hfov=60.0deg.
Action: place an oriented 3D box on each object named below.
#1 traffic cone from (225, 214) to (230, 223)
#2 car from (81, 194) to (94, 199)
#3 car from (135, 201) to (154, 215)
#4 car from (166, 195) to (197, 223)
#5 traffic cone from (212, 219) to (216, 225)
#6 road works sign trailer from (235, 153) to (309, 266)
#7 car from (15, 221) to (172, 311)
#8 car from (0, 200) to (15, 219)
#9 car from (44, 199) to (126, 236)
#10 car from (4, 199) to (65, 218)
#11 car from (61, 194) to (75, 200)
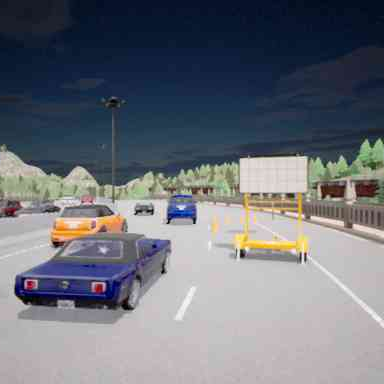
[{"bbox_3d":[2.628,1.963,24.625,0.340,0.580,0.340,0,0,3],"label":"traffic cone"},{"bbox_3d":[-20.056,1.372,63.628,2.150,2.045,5.566,0,0,-18],"label":"car"},{"bbox_3d":[-4.964,1.641,34.762,1.895,1.301,4.718,0,0,-7],"label":"car"},{"bbox_3d":[-0.797,1.240,25.547,2.150,2.045,5.566,0,0,-2],"label":"car"},{"bbox_3d":[1.296,1.962,18.690,0.340,0.580,0.340,0,0,3],"label":"traffic cone"},{"bbox_3d":[2.894,0.465,11.842,2.380,3.560,2.880,0,0,18],"label":"road works sign trailer"},{"bbox_3d":[-1.790,1.607,7.801,1.895,1.301,4.718,0,0,8],"label":"car"},{"bbox_3d":[-14.995,1.413,26.106,2.097,1.767,4.553,0,0,-3],"label":"car"},{"bbox_3d":[-4.531,1.368,15.306,2.097,1.767,4.553,0,0,5],"label":"car"},{"bbox_3d":[-11.454,1.539,24.803,2.128,1.511,4.902,0,0,-2],"label":"car"},{"bbox_3d":[-24.141,1.402,64.798,2.150,2.045,5.566,0,0,-19],"label":"car"}]
